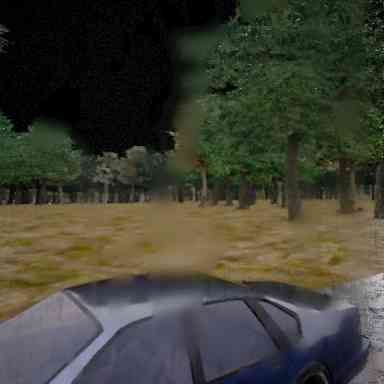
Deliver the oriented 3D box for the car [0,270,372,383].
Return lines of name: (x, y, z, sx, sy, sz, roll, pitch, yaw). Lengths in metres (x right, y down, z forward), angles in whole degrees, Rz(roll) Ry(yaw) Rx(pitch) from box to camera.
car: (-0.510, 1.550, 2.983, 5.357, 1.411, 2.033, 0, 0, -35)
